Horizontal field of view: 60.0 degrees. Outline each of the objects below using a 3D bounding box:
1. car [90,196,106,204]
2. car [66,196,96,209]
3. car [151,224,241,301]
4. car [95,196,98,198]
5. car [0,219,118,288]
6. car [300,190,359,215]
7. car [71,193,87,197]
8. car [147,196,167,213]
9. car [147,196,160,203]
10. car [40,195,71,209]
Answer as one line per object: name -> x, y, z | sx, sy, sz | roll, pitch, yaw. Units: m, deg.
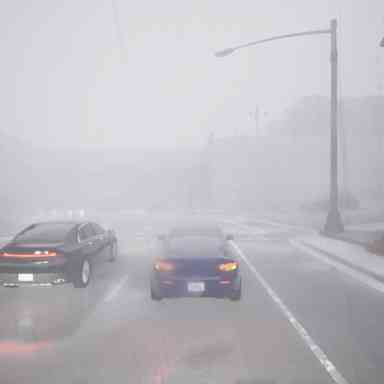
car -> -18.618, 1.506, 66.323 | 1.837, 1.490, 4.892 | 0, 0, -1
car -> -14.697, 1.601, 44.306 | 1.895, 1.301, 4.718 | 0, 0, -1
car -> 0.091, 1.526, 8.230 | 1.812, 1.442, 4.674 | 0, 0, 0
car -> -14.909, 1.478, 53.702 | 1.882, 1.535, 5.008 | 0, 0, -1
car -> -3.399, 1.505, 9.243 | 1.837, 1.490, 4.892 | 0, 0, 0
car -> 11.613, 0.843, 28.385 | 4.553, 1.767, 2.097 | -6, 0, 0
car -> -18.404, 1.222, 53.492 | 2.150, 2.045, 5.566 | 0, 0, -1
car -> -3.768, 1.526, 36.215 | 1.812, 1.442, 4.674 | -1, 0, -11
car -> -8.084, 1.562, 70.188 | 1.994, 1.385, 4.181 | 0, 0, 2
car -> -18.188, 1.352, 43.941 | 2.097, 1.767, 4.553 | 0, 0, -1
